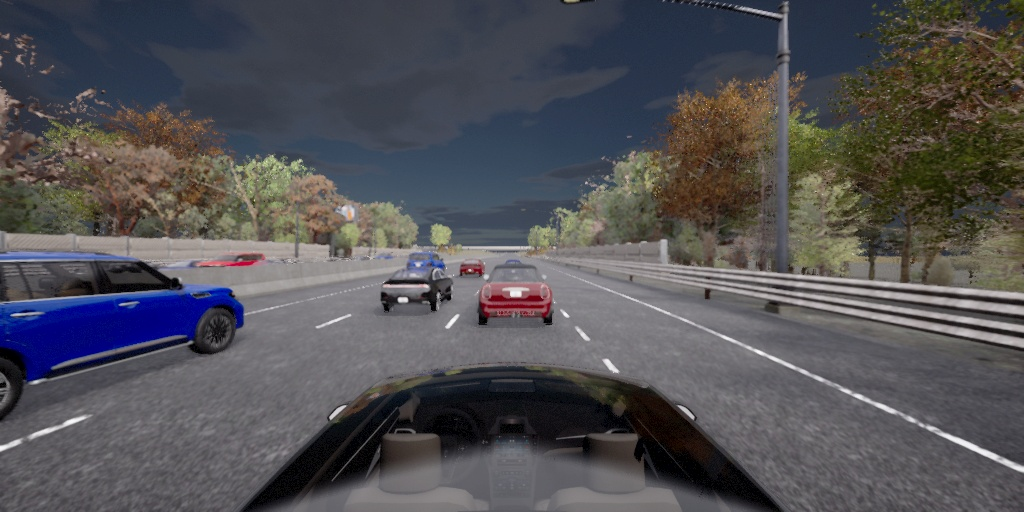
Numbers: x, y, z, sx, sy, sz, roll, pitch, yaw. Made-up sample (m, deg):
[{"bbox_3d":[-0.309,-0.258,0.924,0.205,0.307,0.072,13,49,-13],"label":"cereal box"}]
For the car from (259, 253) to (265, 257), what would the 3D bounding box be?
[{"bbox_3d":[-21.096,0.761,27.218,2.150,2.045,5.566,0,0,0],"label":"car"}]

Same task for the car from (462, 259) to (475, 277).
[{"bbox_3d":[-3.399,0.983,31.554,1.882,1.535,5.008,0,0,0],"label":"car"}]

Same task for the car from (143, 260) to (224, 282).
[{"bbox_3d":[-24.595,1.065,27.097,1.812,1.442,4.674,0,0,0],"label":"car"}]

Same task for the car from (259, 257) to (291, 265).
[{"bbox_3d":[-17.596,1.041,25.888,2.128,1.511,4.902,0,0,0],"label":"car"}]

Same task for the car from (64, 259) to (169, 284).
[{"bbox_3d":[-28.095,1.041,25.777,2.128,1.511,4.902,0,0,0],"label":"car"}]

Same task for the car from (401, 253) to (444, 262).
[{"bbox_3d":[-6.898,0.746,29.089,2.150,2.045,5.566,0,0,0],"label":"car"}]

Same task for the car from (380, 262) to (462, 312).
[{"bbox_3d":[-3.399,1.140,13.608,2.128,1.511,4.902,0,0,0],"label":"car"}]

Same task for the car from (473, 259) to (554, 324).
[{"bbox_3d":[0.101,1.016,11.716,2.097,1.767,4.553,0,0,0],"label":"car"}]

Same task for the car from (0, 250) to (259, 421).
[{"bbox_3d":[-6.899,0.939,5.390,2.150,2.045,5.566,0,0,0],"label":"car"}]
